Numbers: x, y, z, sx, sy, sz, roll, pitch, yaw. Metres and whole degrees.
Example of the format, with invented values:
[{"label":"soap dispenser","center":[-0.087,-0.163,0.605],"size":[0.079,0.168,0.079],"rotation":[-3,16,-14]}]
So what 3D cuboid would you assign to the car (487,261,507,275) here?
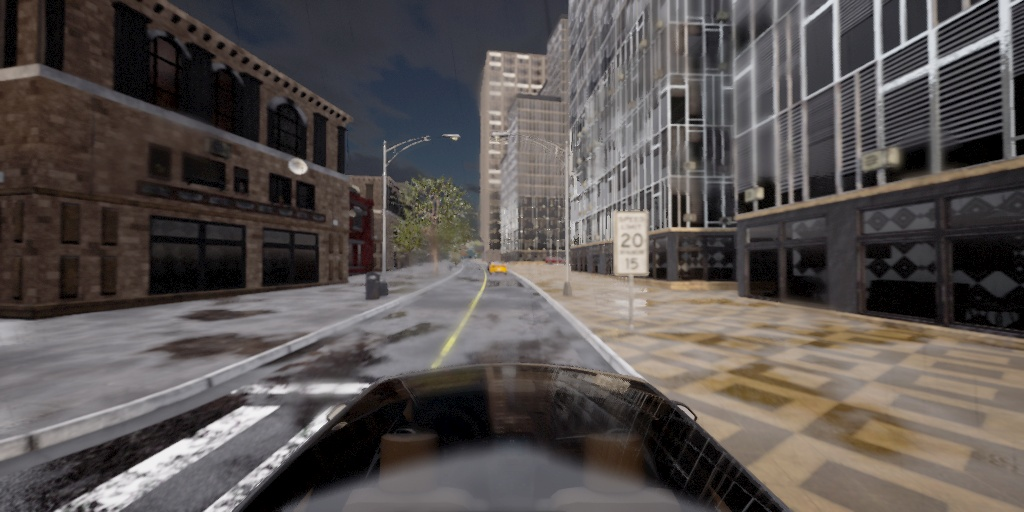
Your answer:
[{"label":"car","center":[-1.579,1.305,40.772],"size":[1.882,1.535,5.008],"rotation":[0,0,-5]}]

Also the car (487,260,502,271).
[{"label":"car","center":[-2.568,1.373,51.681],"size":[1.812,1.442,4.674],"rotation":[0,0,-6]}]
